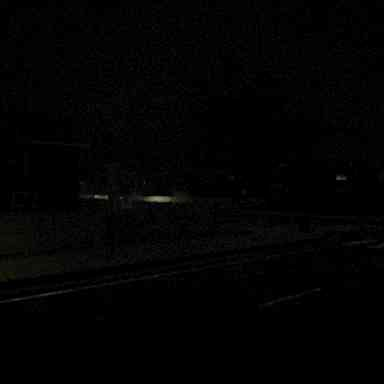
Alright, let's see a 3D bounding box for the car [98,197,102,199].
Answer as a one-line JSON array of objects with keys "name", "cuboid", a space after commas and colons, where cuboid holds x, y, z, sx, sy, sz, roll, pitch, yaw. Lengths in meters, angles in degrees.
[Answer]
[{"name": "car", "cuboid": [-15.464, 1.595, 54.656, 1.994, 1.385, 4.181, 0, 0, -35]}]
